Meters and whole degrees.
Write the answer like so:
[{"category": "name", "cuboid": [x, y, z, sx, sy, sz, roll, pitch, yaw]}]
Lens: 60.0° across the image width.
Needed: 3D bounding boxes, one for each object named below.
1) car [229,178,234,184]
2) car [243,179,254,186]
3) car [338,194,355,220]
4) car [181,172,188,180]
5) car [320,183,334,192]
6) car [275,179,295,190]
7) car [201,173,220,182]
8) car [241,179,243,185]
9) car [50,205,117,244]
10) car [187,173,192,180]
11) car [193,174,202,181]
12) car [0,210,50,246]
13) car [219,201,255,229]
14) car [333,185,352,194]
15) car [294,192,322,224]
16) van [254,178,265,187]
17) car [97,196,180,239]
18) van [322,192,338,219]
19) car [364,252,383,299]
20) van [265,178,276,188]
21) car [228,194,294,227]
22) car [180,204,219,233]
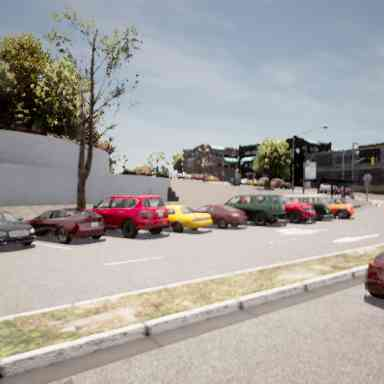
[{"category": "car", "cuboid": [10.451, -2.528, 78.605, 2.002, 1.452, 4.674, 7, 3, 35]}, {"category": "car", "cuboid": [14.025, -2.024, 73.823, 1.946, 1.575, 5.366, 7, 3, 35]}, {"category": "car", "cuboid": [11.098, 1.305, 27.915, 4.553, 1.767, 2.185, -1, 0, 35]}, {"category": "car", "cuboid": [-0.032, -4.296, 93.310, 2.185, 1.767, 4.553, 4, 1, 33]}, {"category": "car", "cuboid": [24.299, -0.637, 58.873, 2.435, 2.045, 5.566, 7, 3, 35]}, {"category": "car", "cuboid": [19.089, -1.203, 66.259, 2.231, 1.521, 4.892, 7, 3, 35]}, {"category": "car", "cuboid": [5.344, -3.388, 86.115, 1.946, 1.575, 5.366, 7, 3, 34]}, {"category": "car", "cuboid": [12.193, -2.254, 76.143, 2.002, 1.452, 4.674, 7, 4, 35]}, {"category": "car", "cuboid": [-6.164, 1.508, 15.837, 4.792, 1.488, 2.163, -1, 0, 35]}, {"category": "car", "cuboid": [1.698, -4.061, 90.840, 2.185, 1.767, 4.553, 6, 3, 34]}, {"category": "car", "cuboid": [3.492, -3.910, 88.373, 2.435, 2.045, 5.566, 7, 4, 34]}, {"category": "car", "cuboid": [-8.584, 1.489, 14.091, 4.892, 1.521, 2.231, -1, -1, 35]}, {"category": "car", "cuboid": [1.208, 1.497, 21.036, 4.674, 1.452, 2.002, -1, 0, 35]}, {"category": "car", "cuboid": [25.991, -0.074, 56.402, 2.002, 1.452, 4.674, 7, 3, 35]}, {"category": "car", "cuboid": [6.149, 1.192, 24.496, 5.566, 2.045, 2.435, -1, -1, 35]}, {"category": "van", "cuboid": [15.599, -1.974, 71.092, 1.878, 1.987, 4.442, 7, 4, 35]}, {"category": "car", "cuboid": [-3.720, 1.220, 17.581, 5.566, 2.045, 2.435, -1, 0, 35]}, {"category": "van", "cuboid": [8.688, 1.210, 26.165, 4.442, 1.987, 1.878, -1, -1, 35]}, {"category": "car", "cuboid": [5.587, 1.540, 7.121, 4.181, 1.385, 1.994, 0, 0, -34]}, {"category": "van", "cuboid": [17.328, -1.701, 68.620, 1.878, 1.987, 4.442, 7, 4, 35]}, {"category": "car", "cuboid": [3.635, 1.200, 22.792, 5.566, 2.045, 2.435, -1, 0, 35]}, {"category": "car", "cuboid": [-1.398, 1.464, 19.408, 5.366, 1.575, 1.946, -1, 0, 35]}]
